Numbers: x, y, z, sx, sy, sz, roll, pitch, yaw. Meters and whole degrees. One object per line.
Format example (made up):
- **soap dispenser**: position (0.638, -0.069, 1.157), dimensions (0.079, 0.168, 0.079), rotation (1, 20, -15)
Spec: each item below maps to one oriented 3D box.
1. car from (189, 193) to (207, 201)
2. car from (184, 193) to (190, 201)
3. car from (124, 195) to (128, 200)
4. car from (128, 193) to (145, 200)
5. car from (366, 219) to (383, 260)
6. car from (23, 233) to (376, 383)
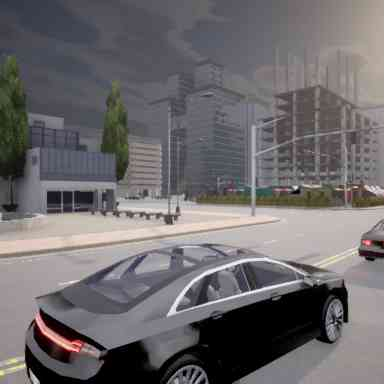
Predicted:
- **car**: position (1.916, 1.395, 74.523), dimensions (1.970, 1.475, 3.806), rotation (0, 0, 43)
- **car**: position (-0.175, 1.156, 76.525), dimensions (1.905, 1.878, 3.866), rotation (0, 0, 43)
- **car**: position (-16.487, 1.153, 92.049), dimensions (1.932, 1.855, 4.605), rotation (0, 0, 43)
- **car**: position (-14.426, 1.156, 90.016), dimensions (1.905, 1.878, 3.866), rotation (0, 0, 43)
- **car**: position (7.324, 1.547, 11.326), dimensions (2.033, 1.411, 5.357), rotation (0, 0, 43)
- **car**: position (0.401, 1.492, 4.617), dimensions (4.902, 1.511, 2.128), rotation (0, 0, -41)
